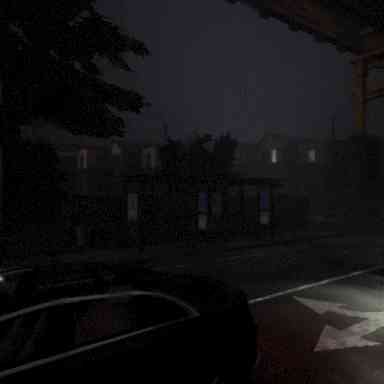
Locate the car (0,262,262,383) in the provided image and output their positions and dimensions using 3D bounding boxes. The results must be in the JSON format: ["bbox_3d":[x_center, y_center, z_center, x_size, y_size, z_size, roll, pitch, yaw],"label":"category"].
[{"bbox_3d":[-1.549,1.492,2.878,4.902,1.511,2.128,0,0,-35],"label":"car"}]
